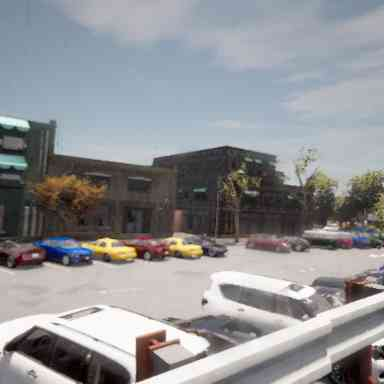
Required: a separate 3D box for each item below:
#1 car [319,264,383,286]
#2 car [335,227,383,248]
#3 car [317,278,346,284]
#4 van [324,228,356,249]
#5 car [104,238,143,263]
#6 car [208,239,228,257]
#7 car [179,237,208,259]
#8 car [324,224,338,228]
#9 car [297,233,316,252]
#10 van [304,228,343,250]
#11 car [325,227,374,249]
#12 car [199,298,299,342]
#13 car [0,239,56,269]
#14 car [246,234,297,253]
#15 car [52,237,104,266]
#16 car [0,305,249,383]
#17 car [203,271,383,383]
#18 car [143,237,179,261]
[{"bbox_3d":[7.719,4.233,13.546,5.566,2.045,2.435,3,-2,34],"label":"car"},{"bbox_3d":[22.491,6.353,44.979,5.566,2.045,2.435,1,-4,34],"label":"car"},{"bbox_3d":[5.279,4.275,11.772,4.892,1.521,2.231,3,-2,34],"label":"car"},{"bbox_3d":[17.571,5.964,41.605,4.442,1.987,1.878,1,-3,34],"label":"van"},{"bbox_3d":[-6.462,4.117,24.394,5.366,1.575,1.946,1,-3,34],"label":"car"},{"bbox_3d":[0.910,4.774,29.456,4.792,1.488,2.163,1,-4,34],"label":"car"},{"bbox_3d":[-1.669,4.531,27.840,5.366,1.575,1.946,1,-3,34],"label":"car"},{"bbox_3d":[28.915,7.693,68.941,2.435,2.045,5.566,2,-2,36],"label":"car"},{"bbox_3d":[10.475,5.573,36.364,4.892,1.521,2.231,1,-3,34],"label":"car"},{"bbox_3d":[15.174,5.758,39.882,4.442,1.987,1.878,1,-3,34],"label":"van"},{"bbox_3d":[20.093,6.147,43.257,5.566,2.045,2.435,1,-4,34],"label":"car"},{"bbox_3d":[0.357,3.879,8.251,4.792,1.488,2.163,3,-2,34],"label":"car"},{"bbox_3d":[-11.126,3.737,20.860,4.792,1.488,2.163,1,-3,34],"label":"car"},{"bbox_3d":[8.055,5.240,34.662,4.553,1.767,2.185,1,-4,34],"label":"car"},{"bbox_3d":[-8.706,3.915,22.567,5.008,1.535,2.097,1,-4,35],"label":"car"},{"bbox_3d":[-2.072,3.387,6.495,5.566,2.045,2.435,3,-2,34],"label":"car"},{"bbox_3d":[2.874,3.812,9.984,5.566,2.045,2.435,3,-2,34],"label":"car"},{"bbox_3d":[-3.905,4.330,26.023,5.008,1.535,2.097,1,-3,34],"label":"car"}]
